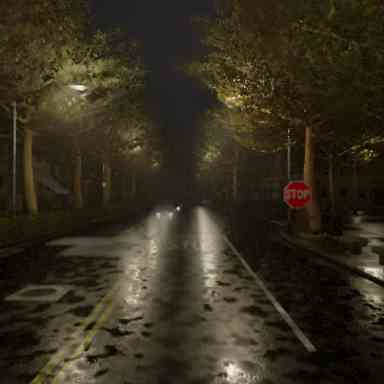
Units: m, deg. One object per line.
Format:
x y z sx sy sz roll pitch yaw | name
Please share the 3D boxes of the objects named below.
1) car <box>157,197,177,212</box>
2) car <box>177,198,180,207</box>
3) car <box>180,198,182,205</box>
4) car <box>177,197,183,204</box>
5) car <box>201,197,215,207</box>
-3.581 1.872 45.961 2.097 1.767 4.553 0 -1 0 | car
-3.563 2.191 56.876 2.033 1.411 5.357 0 -1 0 | car
-3.489 2.360 67.417 1.895 1.301 4.718 0 -1 0 | car
-3.481 2.158 82.840 2.150 2.045 5.566 0 -1 0 | car
3.069 2.021 69.986 2.435 2.045 5.566 0 -1 0 | car
